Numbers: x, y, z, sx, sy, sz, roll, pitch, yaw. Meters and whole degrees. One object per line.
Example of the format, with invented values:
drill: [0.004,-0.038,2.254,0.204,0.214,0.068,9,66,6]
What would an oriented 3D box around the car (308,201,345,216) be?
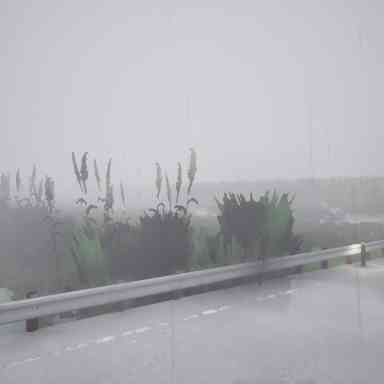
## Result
car: [10.859,1.572,29.002,2.097,1.767,4.553,-1,1,-43]
